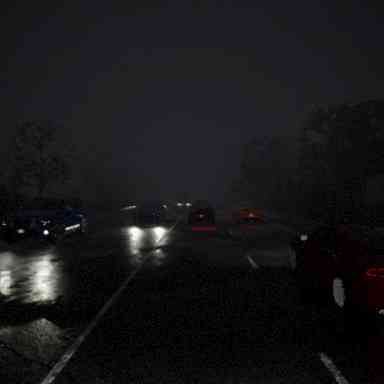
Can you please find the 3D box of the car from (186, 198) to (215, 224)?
[{"bbox_3d":[0.711,1.476,24.983,1.882,1.535,5.008,0,0,2],"label":"car"}]

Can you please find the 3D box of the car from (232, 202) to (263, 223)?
[{"bbox_3d":[4.239,1.481,25.876,1.882,1.535,5.008,0,0,2],"label":"car"}]

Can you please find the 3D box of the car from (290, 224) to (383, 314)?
[{"bbox_3d":[3.742,1.482,7.697,1.882,1.535,5.008,0,0,1],"label":"car"}]

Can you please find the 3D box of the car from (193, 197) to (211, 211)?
[{"bbox_3d":[1.253,1.489,42.782,2.128,1.511,4.902,0,0,2],"label":"car"}]

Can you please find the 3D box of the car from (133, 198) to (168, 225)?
[{"bbox_3d":[-3.014,1.471,24.262,1.882,1.535,5.008,0,0,2],"label":"car"}]

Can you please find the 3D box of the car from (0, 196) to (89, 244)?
[{"bbox_3d":[-6.764,1.211,16.063,2.150,2.045,5.566,0,0,2],"label":"car"}]

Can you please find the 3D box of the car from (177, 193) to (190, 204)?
[{"bbox_3d":[-1.640,1.210,66.156,2.150,2.045,5.566,0,0,2],"label":"car"}]
